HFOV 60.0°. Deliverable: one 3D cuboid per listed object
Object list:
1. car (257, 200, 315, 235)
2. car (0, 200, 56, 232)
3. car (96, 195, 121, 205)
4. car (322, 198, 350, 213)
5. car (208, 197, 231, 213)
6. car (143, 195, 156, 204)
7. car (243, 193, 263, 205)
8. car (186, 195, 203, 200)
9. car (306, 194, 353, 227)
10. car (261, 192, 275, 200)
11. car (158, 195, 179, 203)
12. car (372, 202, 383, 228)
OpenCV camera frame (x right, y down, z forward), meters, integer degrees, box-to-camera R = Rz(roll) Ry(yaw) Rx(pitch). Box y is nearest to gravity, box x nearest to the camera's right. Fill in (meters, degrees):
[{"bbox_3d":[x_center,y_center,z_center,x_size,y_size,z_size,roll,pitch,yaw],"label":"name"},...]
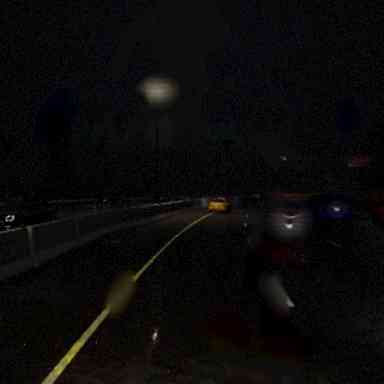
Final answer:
[{"bbox_3d":[4.969,1.417,18.317,2.128,1.511,4.902,0,0,7],"label":"car"},{"bbox_3d":[-9.355,1.258,18.041,2.097,1.767,4.553,0,0,7],"label":"car"},{"bbox_3d":[-12.857,1.231,51.505,1.882,1.535,5.008,0,0,18],"label":"car"},{"bbox_3d":[15.724,1.407,36.628,2.033,1.411,5.357,0,0,15],"label":"car"},{"bbox_3d":[2.973,1.306,34.660,1.801,1.575,5.366,0,0,13],"label":"car"},{"bbox_3d":[-6.807,1.235,58.363,1.837,1.490,4.892,0,1,21],"label":"car"},{"bbox_3d":[9.277,1.289,51.782,1.837,1.490,4.892,0,0,20],"label":"car"},{"bbox_3d":[0.467,1.249,57.831,1.837,1.490,4.892,0,0,21],"label":"car"},{"bbox_3d":[9.090,1.134,22.506,2.150,2.045,5.566,0,0,9],"label":"car"},{"bbox_3d":[14.583,0.979,64.465,2.150,2.045,5.566,0,0,26],"label":"car"},{"bbox_3d":[-3.790,1.249,56.477,1.837,1.490,4.892,0,0,20],"label":"car"},{"bbox_3d":[12.000,1.157,18.356,2.150,2.045,5.566,0,0,8],"label":"car"}]
